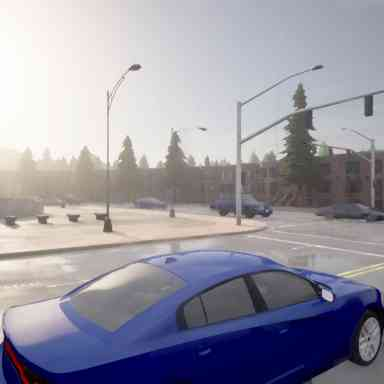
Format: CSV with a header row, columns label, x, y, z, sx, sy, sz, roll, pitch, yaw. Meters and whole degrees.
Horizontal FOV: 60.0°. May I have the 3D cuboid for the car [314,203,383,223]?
label,x,y,z,sx,sy,sz,roll,pitch,yaw
car,12.303,1.548,25.693,5.357,1.411,2.033,0,0,45

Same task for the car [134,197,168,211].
label,x,y,z,sx,sy,sz,roll,pitch,yaw
car,-5.087,1.477,41.702,5.008,1.535,1.882,0,0,44

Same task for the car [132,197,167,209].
label,x,y,z,sx,sy,sz,roll,pitch,yaw
car,-6.082,1.477,47.321,5.008,1.535,1.882,0,0,38

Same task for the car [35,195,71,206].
label,x,y,z,sx,sy,sz,roll,pitch,yaw
car,-21.737,1.565,52.144,4.181,1.385,1.994,0,0,18

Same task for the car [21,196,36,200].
label,x,y,z,sx,sy,sz,roll,pitch,yaw
car,-29.901,1.505,60.665,4.892,1.490,1.837,0,0,5

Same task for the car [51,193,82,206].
label,x,y,z,sx,sy,sz,roll,pitch,yaw
car,-21.196,1.134,55.671,5.566,2.045,2.150,0,0,16

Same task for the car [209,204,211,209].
label,x,y,z,sx,sy,sz,roll,pitch,yaw
car,4.059,1.601,36.045,1.895,1.301,4.718,0,0,-37

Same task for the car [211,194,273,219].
label,x,y,z,sx,sy,sz,roll,pitch,yaw
car,4.533,1.221,29.515,2.150,2.045,5.566,0,0,-36

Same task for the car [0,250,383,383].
label,x,y,z,sx,sy,sz,roll,pitch,yaw
car,0.445,1.478,4.113,5.008,1.535,1.882,0,0,-35
